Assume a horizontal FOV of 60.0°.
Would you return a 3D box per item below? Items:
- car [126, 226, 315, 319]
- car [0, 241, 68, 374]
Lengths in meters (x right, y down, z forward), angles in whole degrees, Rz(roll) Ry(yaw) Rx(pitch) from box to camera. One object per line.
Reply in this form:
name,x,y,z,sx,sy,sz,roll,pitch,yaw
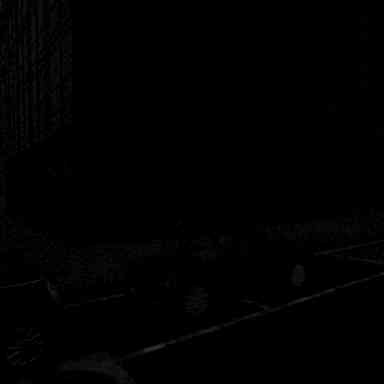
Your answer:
car,0.782,1.474,7.208,4.507,1.381,1.887,-1,0,-35
car,-3.780,1.453,3.956,4.097,1.590,1.967,-1,0,-35
